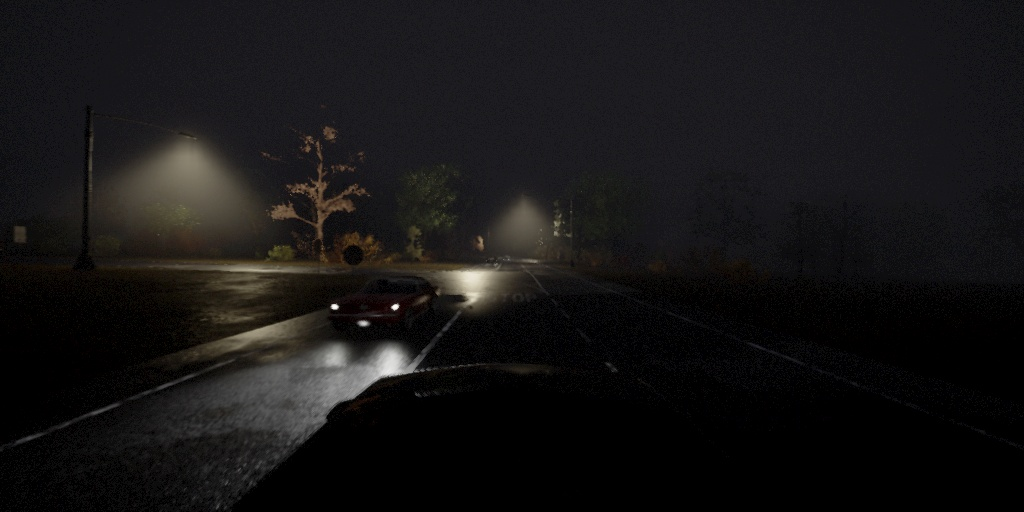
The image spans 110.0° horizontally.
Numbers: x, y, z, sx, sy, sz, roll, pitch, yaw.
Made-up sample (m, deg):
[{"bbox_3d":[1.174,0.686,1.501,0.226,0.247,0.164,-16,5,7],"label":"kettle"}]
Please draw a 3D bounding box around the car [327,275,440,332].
[{"bbox_3d":[-3.512,1.278,10.712,1.895,1.301,4.718,0,0,0],"label":"car"}]

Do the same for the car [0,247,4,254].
[{"bbox_3d":[-48.952,-0.630,31.927,5.357,1.411,2.033,2,0,0],"label":"car"}]
